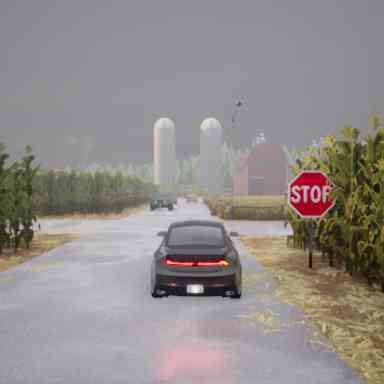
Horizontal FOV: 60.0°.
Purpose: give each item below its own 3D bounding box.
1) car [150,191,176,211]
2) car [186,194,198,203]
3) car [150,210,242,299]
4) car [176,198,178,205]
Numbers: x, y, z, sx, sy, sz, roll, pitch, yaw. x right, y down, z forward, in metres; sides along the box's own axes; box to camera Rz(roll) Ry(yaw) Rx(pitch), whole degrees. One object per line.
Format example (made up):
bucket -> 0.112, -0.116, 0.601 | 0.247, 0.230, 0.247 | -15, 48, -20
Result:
car -> -3.185, 0.956, 36.034 | 2.150, 2.045, 5.566 | 0, 0, 0
car -> 0.014, 1.105, 58.711 | 1.882, 1.535, 5.008 | 0, 0, 0
car -> 0.136, 1.452, 8.351 | 1.837, 1.490, 4.892 | 0, 1, 2
car -> -3.167, 1.253, 49.218 | 1.994, 1.385, 4.181 | 0, 0, 1
